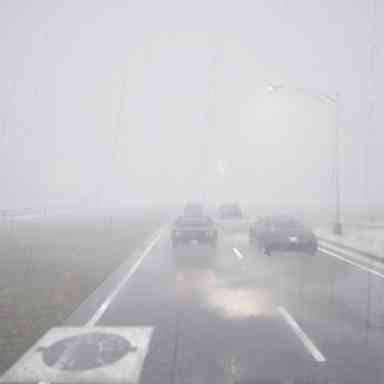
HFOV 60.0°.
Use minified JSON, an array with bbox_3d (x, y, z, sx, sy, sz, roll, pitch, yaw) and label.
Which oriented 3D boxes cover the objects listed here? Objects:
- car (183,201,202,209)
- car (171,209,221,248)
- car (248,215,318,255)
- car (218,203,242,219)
[{"bbox_3d":[0.092,1.714,35.464,2.128,1.511,4.902,0,0,0],"label":"car"},{"bbox_3d":[0.095,1.698,15.369,1.895,1.301,4.718,0,0,0],"label":"car"},{"bbox_3d":[3.597,1.651,13.790,1.994,1.385,4.181,0,0,0],"label":"car"},{"bbox_3d":[3.591,1.748,31.911,2.033,1.411,5.357,0,0,0],"label":"car"}]
